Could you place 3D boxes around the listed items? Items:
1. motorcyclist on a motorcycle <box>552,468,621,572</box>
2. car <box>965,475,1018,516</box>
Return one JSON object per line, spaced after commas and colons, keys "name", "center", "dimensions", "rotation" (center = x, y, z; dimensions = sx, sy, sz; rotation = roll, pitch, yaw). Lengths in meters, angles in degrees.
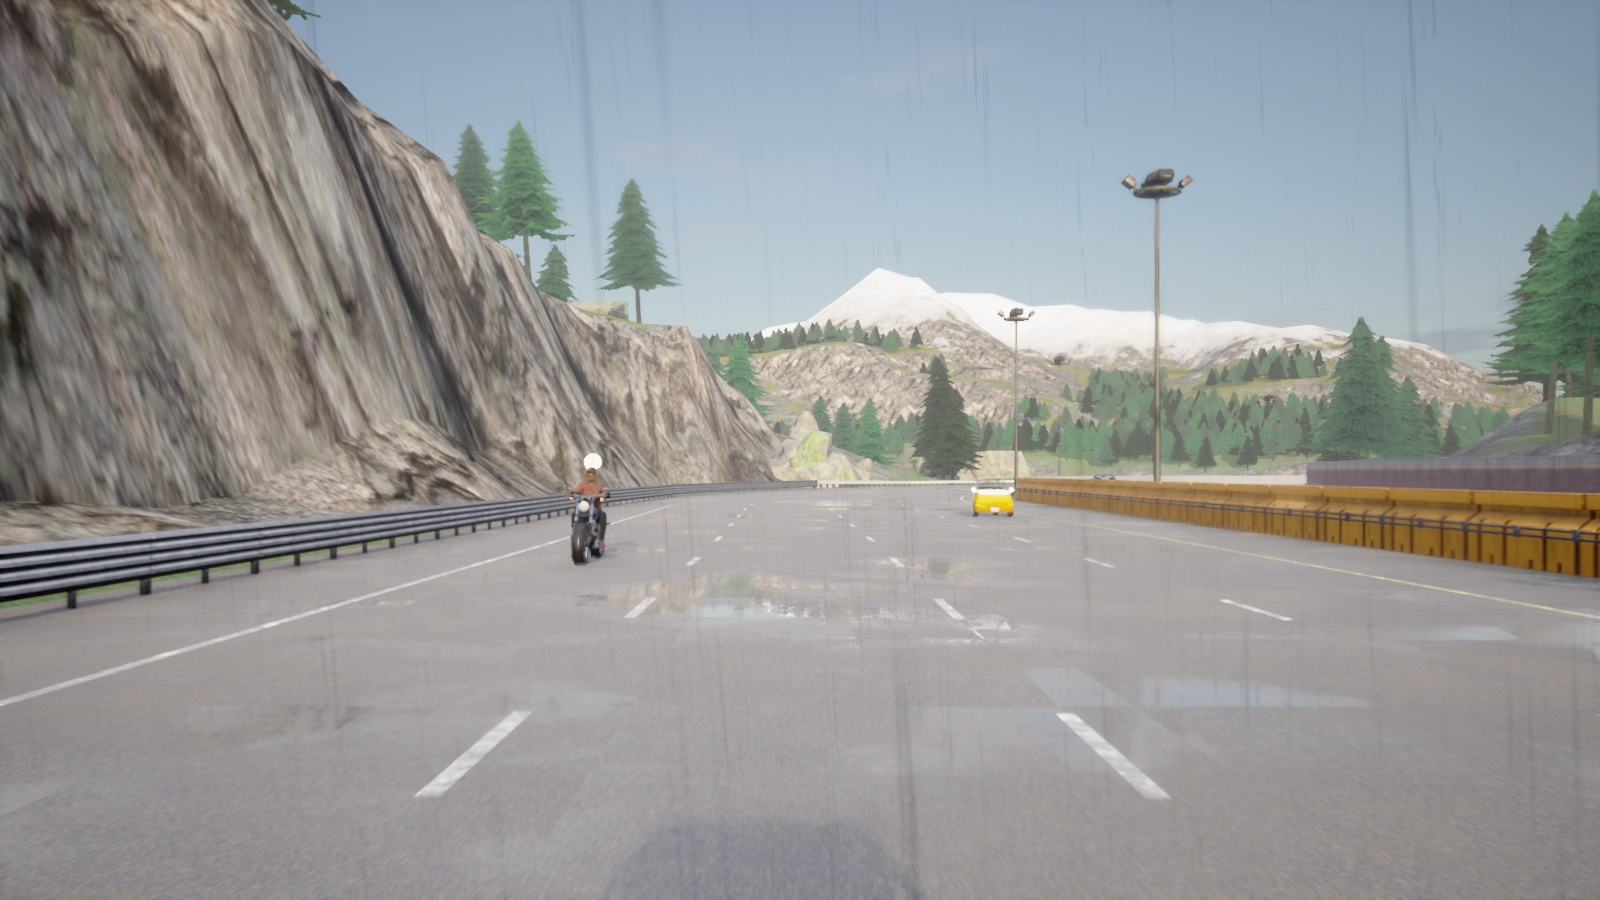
{"name": "motorcyclist on a motorcycle", "center": [-3.565, 1.133, 21.141], "dimensions": [0.766, 1.649, 2.350], "rotation": [0, -1, 0]}
{"name": "car", "center": [6.659, 1.576, 43.859], "dimensions": [1.481, 1.376, 2.207], "rotation": [0, -2, -1]}
